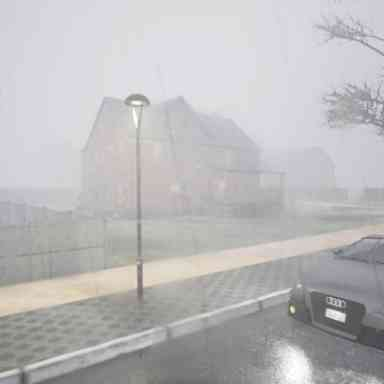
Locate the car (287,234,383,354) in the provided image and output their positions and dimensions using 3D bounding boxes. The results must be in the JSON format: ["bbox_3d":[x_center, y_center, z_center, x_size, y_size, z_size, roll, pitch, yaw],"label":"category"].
[{"bbox_3d":[3.555,1.472,5.745,4.181,1.385,1.994,-1,1,-37],"label":"car"}]
